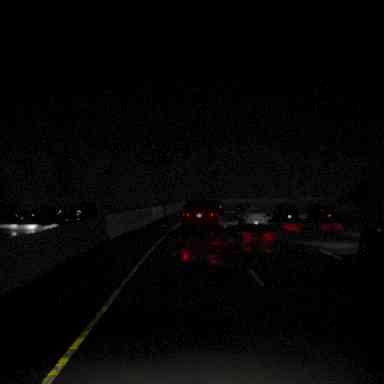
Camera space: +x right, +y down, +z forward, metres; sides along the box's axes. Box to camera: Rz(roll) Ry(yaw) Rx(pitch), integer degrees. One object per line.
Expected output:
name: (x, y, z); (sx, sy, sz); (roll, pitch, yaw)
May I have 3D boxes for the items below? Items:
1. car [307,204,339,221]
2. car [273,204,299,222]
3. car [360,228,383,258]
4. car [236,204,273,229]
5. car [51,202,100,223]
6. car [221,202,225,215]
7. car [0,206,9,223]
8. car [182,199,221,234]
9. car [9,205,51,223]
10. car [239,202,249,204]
car: (12.006, 1.824, 30.673); (2.128, 1.511, 4.902); (0, -1, 7)
car: (8.430, 1.831, 30.207); (1.837, 1.490, 4.892); (0, -1, 7)
car: (7.154, 1.592, 10.398); (1.882, 1.535, 5.008); (0, -1, 1)
car: (4.264, 1.781, 23.573); (1.812, 1.442, 4.674); (0, -1, 4)
car: (-9.559, 1.650, 28.199); (2.097, 1.767, 4.553); (0, 0, 5)
car: (2.920, 1.792, 40.975); (2.097, 1.767, 4.553); (0, -1, 9)
car: (-16.521, 1.908, 28.933); (1.895, 1.301, 4.718); (0, -1, 6)
car: (0.583, 1.450, 21.315); (2.150, 2.045, 5.566); (0, -1, 4)
car: (-13.061, 1.829, 28.329); (1.812, 1.442, 4.674); (0, -1, 5)
car: (6.404, 1.987, 40.886); (2.033, 1.411, 5.357); (0, -1, 10)
